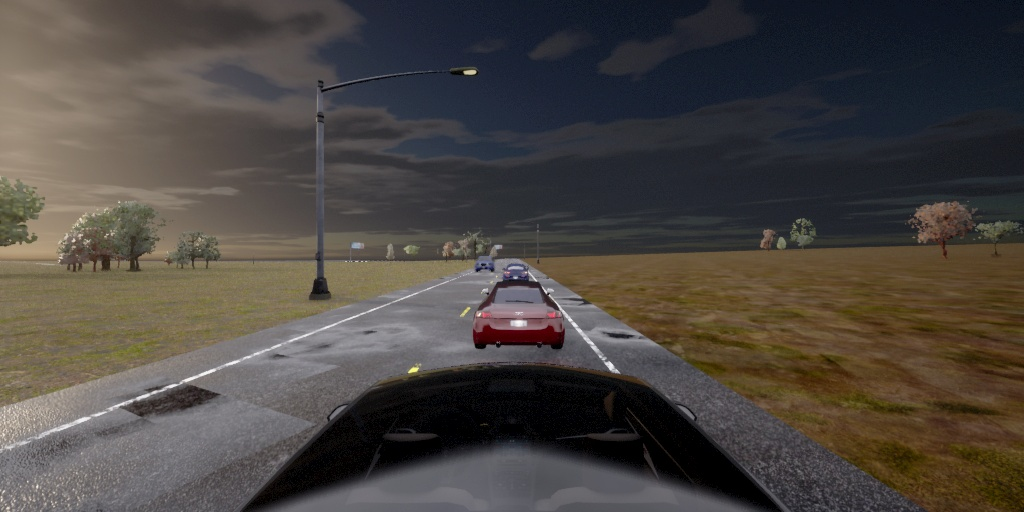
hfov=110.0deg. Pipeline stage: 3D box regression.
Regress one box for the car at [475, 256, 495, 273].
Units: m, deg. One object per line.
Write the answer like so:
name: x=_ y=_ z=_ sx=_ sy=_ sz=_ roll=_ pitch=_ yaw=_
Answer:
car: x=-3.269 y=0.978 z=44.093 sx=2.150 sy=2.045 sz=5.566 roll=0 pitch=0 yaw=1

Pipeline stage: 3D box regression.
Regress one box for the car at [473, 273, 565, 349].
car: x=0.155 y=1.316 z=9.169 sx=1.994 sy=1.385 sz=4.181 roll=0 pitch=0 yaw=1

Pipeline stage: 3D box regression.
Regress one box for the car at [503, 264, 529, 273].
car: x=0.292 y=1.281 z=26.460 sx=1.812 sy=1.442 sz=4.674 roll=0 pitch=0 yaw=1
